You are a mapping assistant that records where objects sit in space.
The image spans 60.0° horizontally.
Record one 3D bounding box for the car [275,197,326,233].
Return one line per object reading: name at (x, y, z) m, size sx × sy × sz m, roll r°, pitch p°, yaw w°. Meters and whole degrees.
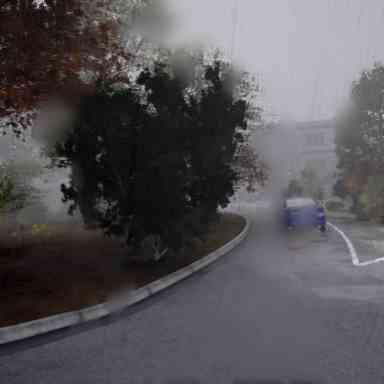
car at (5.189, 0.975, 16.268) m, size 1.882 × 1.535 × 5.008 m, roll -4°, pitch 0°, yaw 12°
